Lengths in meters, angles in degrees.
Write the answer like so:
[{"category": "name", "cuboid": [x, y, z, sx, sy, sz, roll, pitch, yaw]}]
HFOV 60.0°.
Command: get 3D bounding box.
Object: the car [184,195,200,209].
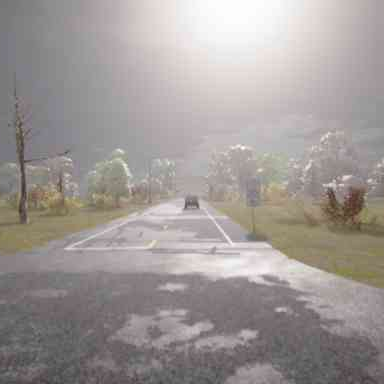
[{"category": "car", "cuboid": [-0.012, 1.408, 49.438, 2.150, 2.045, 5.566, -1, 0, 0]}]
